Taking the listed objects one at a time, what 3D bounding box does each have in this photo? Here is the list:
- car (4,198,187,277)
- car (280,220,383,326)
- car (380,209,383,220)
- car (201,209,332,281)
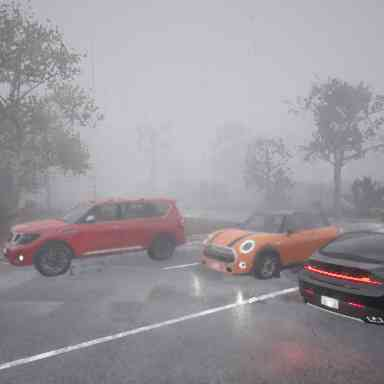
[{"bbox_3d":[-2.783,1.221,10.596,5.566,2.045,2.150,0,0,-35],"label":"car"},{"bbox_3d":[4.172,1.505,6.694,4.892,1.490,1.837,0,0,-35],"label":"car"},{"bbox_3d":[16.292,1.478,24.878,5.008,1.535,1.882,0,1,-25],"label":"car"},{"bbox_3d":[2.455,1.352,10.017,4.553,1.767,2.097,0,0,-35],"label":"car"}]
